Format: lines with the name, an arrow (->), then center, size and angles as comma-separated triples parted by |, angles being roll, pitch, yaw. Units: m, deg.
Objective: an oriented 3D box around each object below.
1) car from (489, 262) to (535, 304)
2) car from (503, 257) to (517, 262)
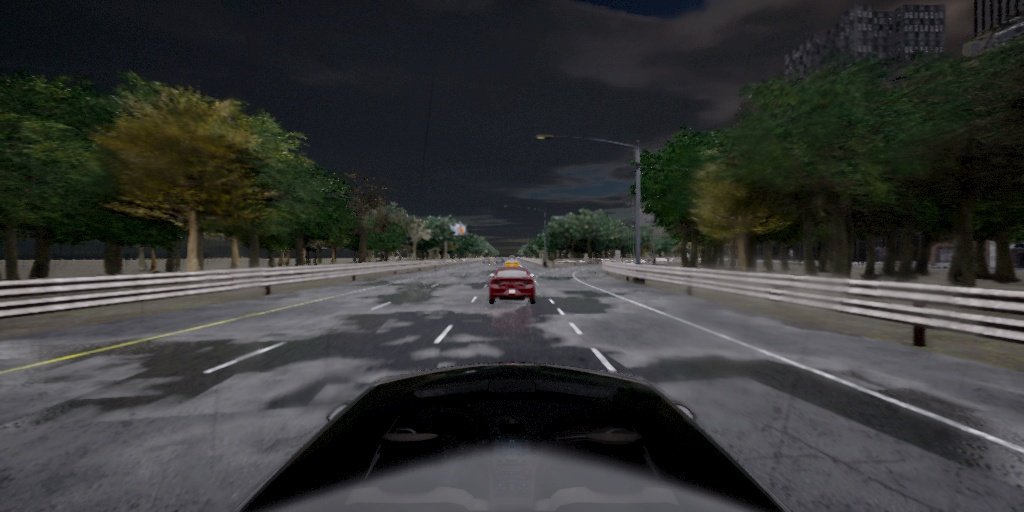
car -> 0.006, 1.230, 16.483 | 1.882, 1.535, 5.008 | 0, 0, 0
car -> 0.021, 1.235, 52.579 | 1.882, 1.535, 5.008 | 0, 0, 0
